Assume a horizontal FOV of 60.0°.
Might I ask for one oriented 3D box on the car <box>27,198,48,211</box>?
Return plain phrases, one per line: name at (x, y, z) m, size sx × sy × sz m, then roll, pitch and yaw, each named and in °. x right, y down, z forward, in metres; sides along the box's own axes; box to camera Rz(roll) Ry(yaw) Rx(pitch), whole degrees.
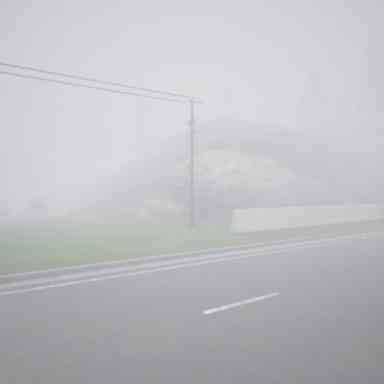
car at (-18.933, 1.508, 40.795) m, size 1.837 × 1.490 × 4.892 m, roll 1°, pitch 0°, yaw -31°
